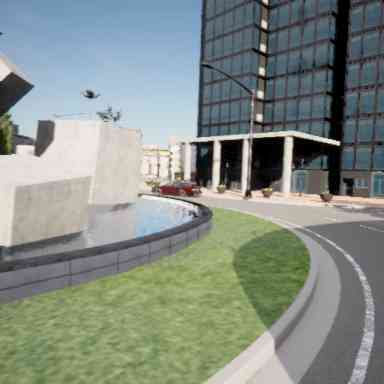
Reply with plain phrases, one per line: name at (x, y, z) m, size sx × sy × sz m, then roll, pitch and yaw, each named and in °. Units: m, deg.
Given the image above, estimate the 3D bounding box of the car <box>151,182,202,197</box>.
car at (-1.613, -0.328, 34.081) m, size 5.357 × 1.411 × 2.033 m, roll 4°, pitch 3°, yaw 30°
